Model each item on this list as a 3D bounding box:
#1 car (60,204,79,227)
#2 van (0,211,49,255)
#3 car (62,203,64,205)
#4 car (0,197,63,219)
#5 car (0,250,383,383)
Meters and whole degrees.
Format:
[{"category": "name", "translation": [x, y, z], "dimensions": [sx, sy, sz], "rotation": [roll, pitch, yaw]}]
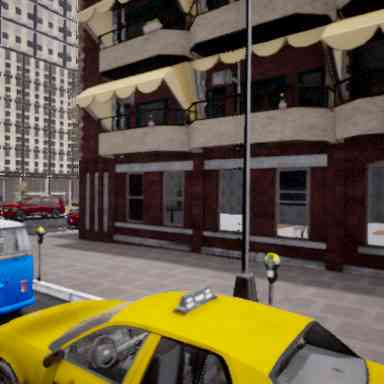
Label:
[{"category": "car", "translation": [-6.255, 1.668, 22.683], "dimensions": [1.887, 1.381, 4.507], "rotation": [1, 0, 36]}, {"category": "van", "translation": [-4.600, 1.332, 6.139], "dimensions": [3.998, 1.788, 1.690], "rotation": [0, 1, 36]}, {"category": "car", "translation": [-7.028, 1.644, 26.223], "dimensions": [2.033, 1.411, 5.357], "rotation": [1, 0, 38]}, {"category": "car", "translation": [-13.044, 1.313, 27.590], "dimensions": [2.192, 1.841, 5.009], "rotation": [1, 0, 36]}, {"category": "car", "translation": [-0.177, 1.523, 2.987], "dimensions": [4.829, 1.417, 1.752], "rotation": [0, 1, 36]}]
